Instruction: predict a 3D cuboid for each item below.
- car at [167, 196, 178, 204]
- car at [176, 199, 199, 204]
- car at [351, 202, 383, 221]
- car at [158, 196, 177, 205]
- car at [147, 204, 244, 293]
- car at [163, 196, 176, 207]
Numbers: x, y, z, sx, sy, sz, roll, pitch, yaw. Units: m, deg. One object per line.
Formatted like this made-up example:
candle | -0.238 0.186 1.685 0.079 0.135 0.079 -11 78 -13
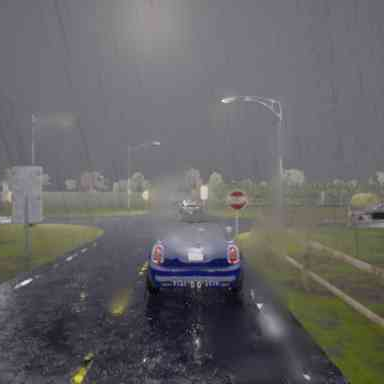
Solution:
car | -3.854 1.579 66.907 2.033 1.411 5.357 0 0 -2
car | -0.144 1.510 30.468 2.128 1.511 4.902 0 0 -1
car | 14.635 1.516 25.400 4.902 1.511 2.128 0 0 9
car | -3.321 1.535 43.341 1.837 1.490 4.892 0 0 -1
car | 0.064 1.362 9.017 2.097 1.767 4.553 0 0 0
car | -3.536 1.509 53.570 1.882 1.535 5.008 0 0 -1
